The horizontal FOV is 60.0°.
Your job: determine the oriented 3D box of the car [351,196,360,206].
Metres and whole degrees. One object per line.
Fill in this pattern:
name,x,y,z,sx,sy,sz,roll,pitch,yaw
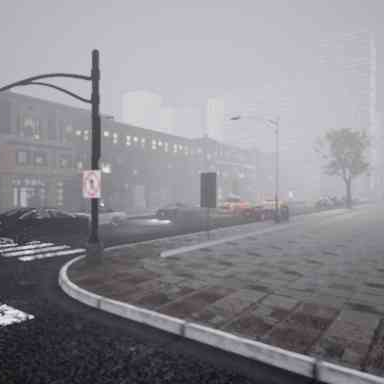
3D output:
car,27.824,1.556,59.357,2.192,1.841,5.009,0,0,35

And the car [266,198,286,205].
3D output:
car,10.519,1.558,44.714,1.882,1.535,5.008,1,0,36

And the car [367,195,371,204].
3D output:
car,37.450,1.861,73.060,1.752,1.417,4.829,0,0,35

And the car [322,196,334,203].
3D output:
car,33.671,1.745,82.259,1.967,1.590,4.097,0,0,35

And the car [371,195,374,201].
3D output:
car,40.528,1.949,77.442,1.802,1.307,4.206,0,0,35

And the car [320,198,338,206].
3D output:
car,24.229,1.808,58.738,1.895,1.301,4.718,1,0,35

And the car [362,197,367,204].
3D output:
car,34.175,1.885,68.398,1.802,1.307,4.206,0,0,35

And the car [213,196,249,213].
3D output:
car,4.649,1.381,36.413,2.097,1.767,4.553,1,0,35

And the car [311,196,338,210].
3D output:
car,18.293,1.591,45.791,1.967,1.590,4.097,0,0,35

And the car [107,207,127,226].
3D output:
car,-6.413,1.543,20.691,1.895,1.301,4.718,1,0,35

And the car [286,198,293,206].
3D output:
car,14.612,1.669,55.129,2.008,1.369,4.403,0,0,35

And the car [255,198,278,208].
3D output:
car,11.338,1.613,50.468,1.752,1.417,4.829,0,0,35

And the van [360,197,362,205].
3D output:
van,31.000,1.613,63.878,1.690,1.788,3.998,0,0,35

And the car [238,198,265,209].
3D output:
car,8.259,1.610,46.086,2.008,1.369,4.403,0,0,35

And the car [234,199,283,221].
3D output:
car,5.630,1.586,27.675,1.887,1.381,4.507,0,0,35

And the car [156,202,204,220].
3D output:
car,-1.161,1.546,28.150,1.994,1.385,4.181,1,0,36

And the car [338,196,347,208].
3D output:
car,21.471,1.496,50.313,2.192,1.841,5.009,0,0,35

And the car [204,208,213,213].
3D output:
car,1.808,1.529,36.903,1.752,1.417,4.829,0,0,35

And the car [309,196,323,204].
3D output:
car,27.318,1.680,73.215,1.967,1.590,4.097,0,0,35

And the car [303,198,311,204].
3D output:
car,20.965,1.729,64.173,2.008,1.369,4.403,0,0,35

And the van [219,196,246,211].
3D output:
van,5.083,1.372,41.564,1.690,1.788,3.998,0,0,35

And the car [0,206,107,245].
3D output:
car,-6.712,1.433,15.284,2.128,1.511,4.902,1,0,40

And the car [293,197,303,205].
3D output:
car,17.789,1.699,59.651,2.008,1.369,4.403,0,0,35
